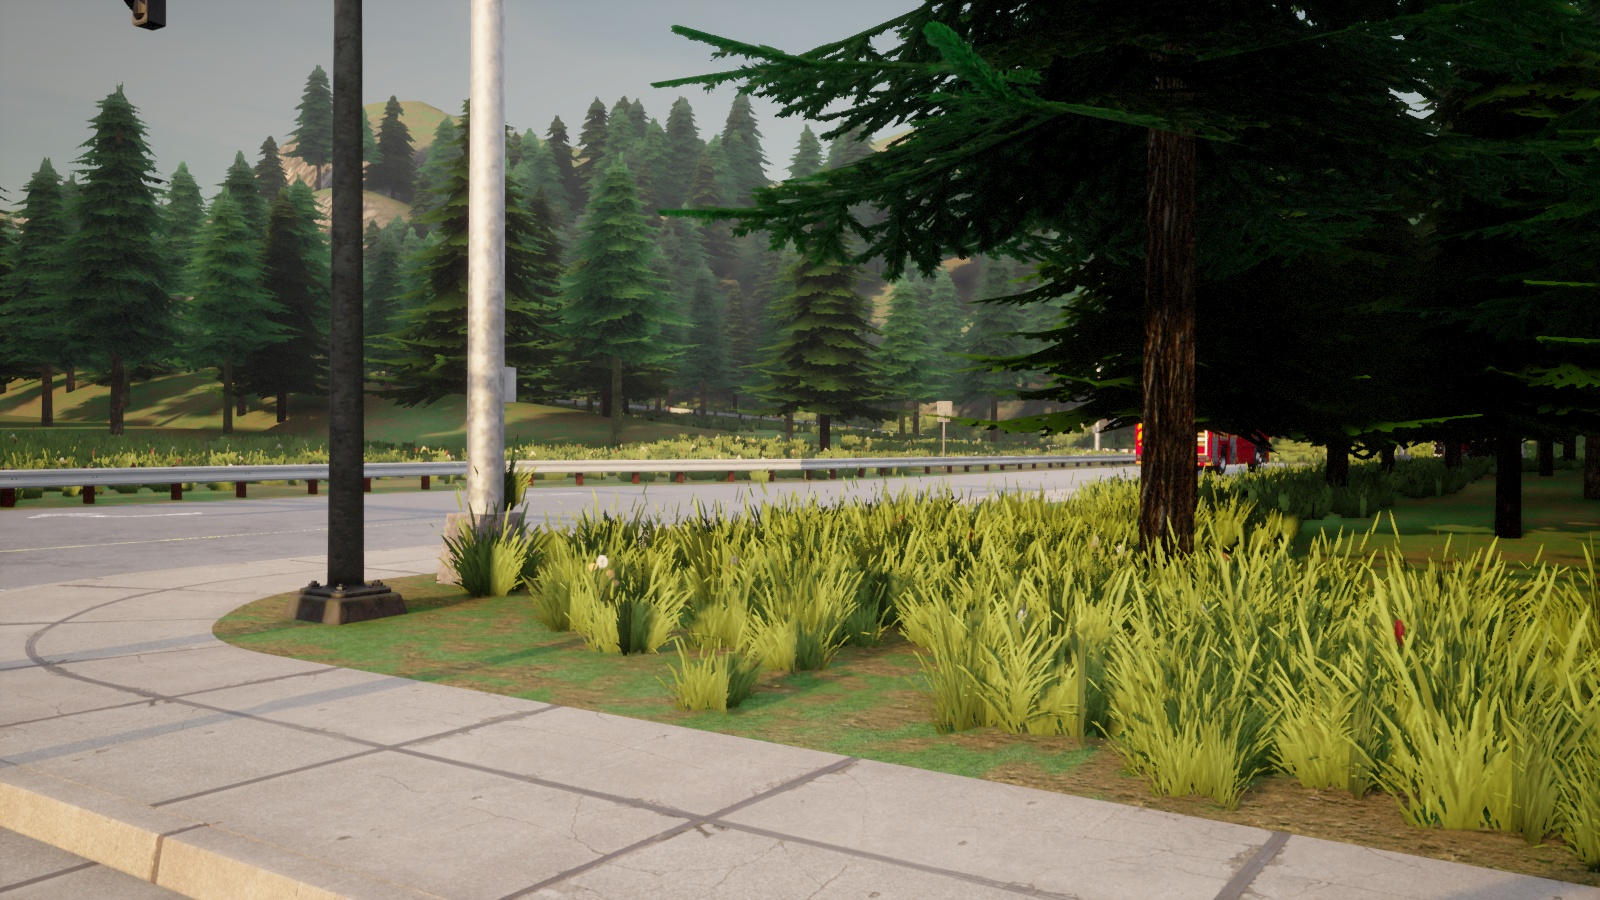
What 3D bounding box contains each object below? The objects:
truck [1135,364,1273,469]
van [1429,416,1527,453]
[{"bbox_3d":[16.175,-1.287,49.850,2.891,3.827,8.468,0,1,35],"label":"truck"},{"bbox_3d":[38.487,-0.894,71.348,4.480,2.038,2.069,-1,1,-5],"label":"van"}]
